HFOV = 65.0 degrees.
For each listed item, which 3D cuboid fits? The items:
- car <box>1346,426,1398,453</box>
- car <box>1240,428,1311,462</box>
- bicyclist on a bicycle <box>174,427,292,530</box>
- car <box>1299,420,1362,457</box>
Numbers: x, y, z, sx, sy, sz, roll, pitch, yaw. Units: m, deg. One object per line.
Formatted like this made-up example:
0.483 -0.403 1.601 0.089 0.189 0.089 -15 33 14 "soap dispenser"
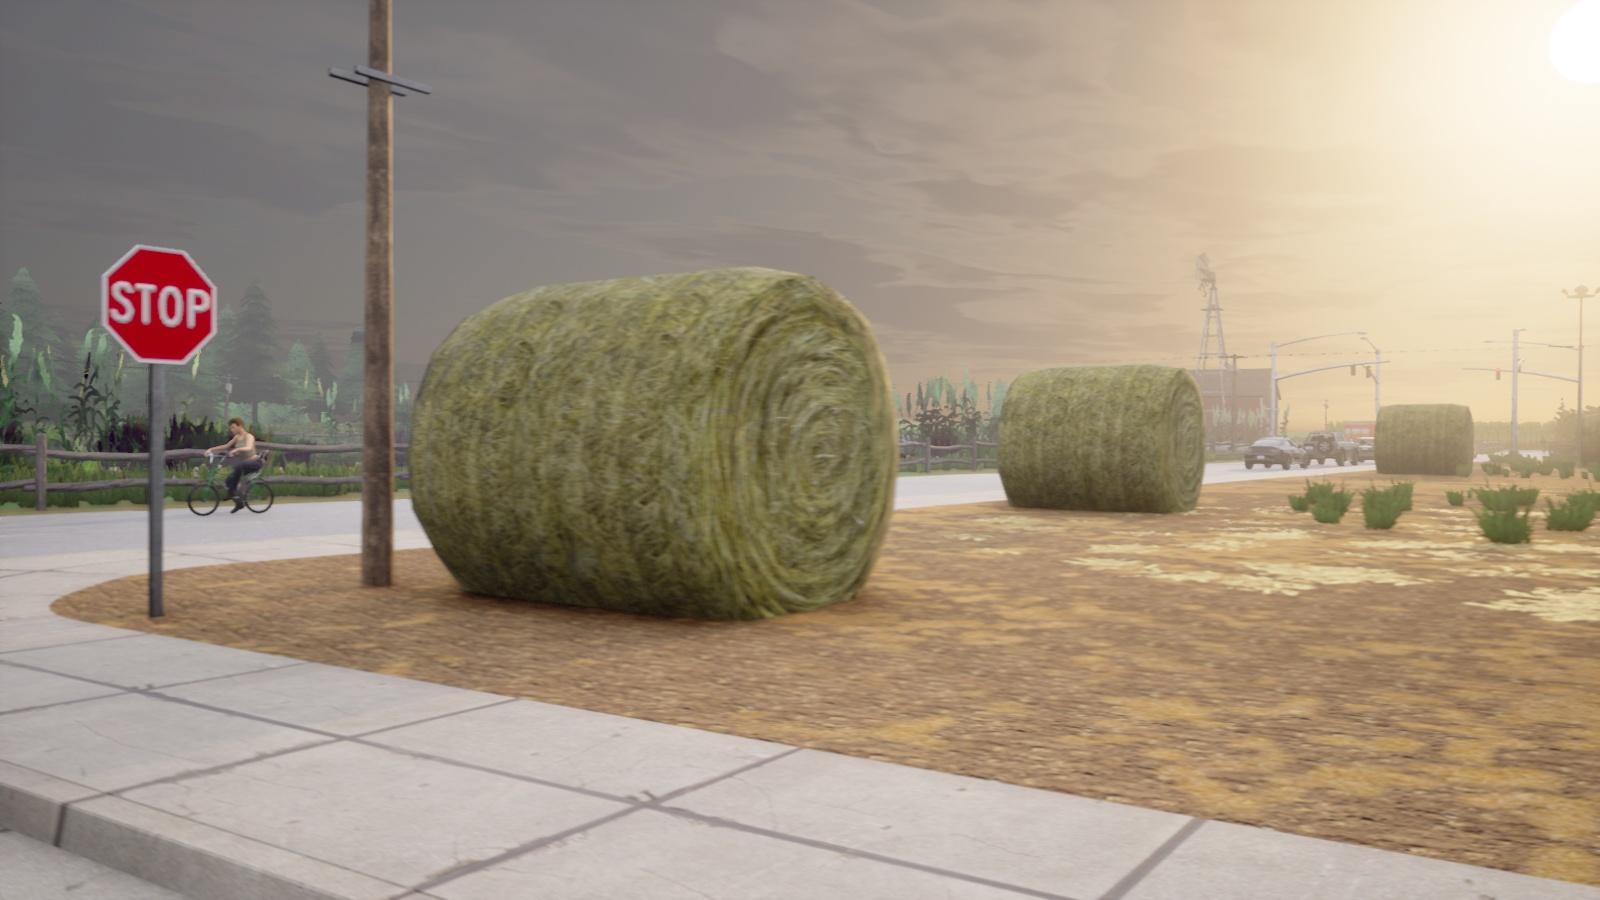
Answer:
32.753 -0.615 71.861 1.970 1.475 3.806 0 1 36 "car"
21.458 -0.243 56.530 1.812 1.442 4.674 0 1 36 "car"
-9.316 0.436 20.664 0.866 1.612 1.509 0 1 36 "bicyclist on a bicycle"
27.216 -0.611 64.345 1.932 1.855 4.605 0 1 36 "car"
